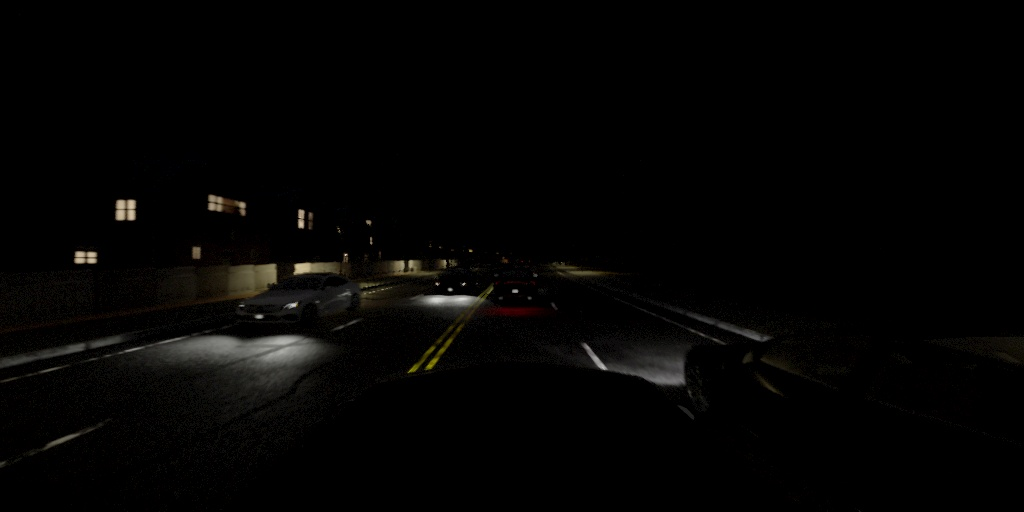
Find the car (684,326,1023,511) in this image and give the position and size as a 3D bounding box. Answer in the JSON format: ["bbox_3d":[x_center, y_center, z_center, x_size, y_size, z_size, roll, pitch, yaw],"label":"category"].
[{"bbox_3d":[3.243,1.262,2.831,2.163,1.488,4.792,0,0,0],"label":"car"}]

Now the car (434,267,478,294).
[{"bbox_3d":[-3.099,1.355,21.040,2.033,1.411,5.357,0,0,2],"label":"car"}]

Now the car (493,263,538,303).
[{"bbox_3d":[0.181,1.274,16.976,1.882,1.535,5.008,0,0,1],"label":"car"}]

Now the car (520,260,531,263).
[{"bbox_3d":[1.274,1.513,48.294,1.895,1.301,4.718,0,0,3],"label":"car"}]

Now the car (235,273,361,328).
[{"bbox_3d":[-6.529,1.299,11.618,1.812,1.442,4.674,0,0,1],"label":"car"}]
